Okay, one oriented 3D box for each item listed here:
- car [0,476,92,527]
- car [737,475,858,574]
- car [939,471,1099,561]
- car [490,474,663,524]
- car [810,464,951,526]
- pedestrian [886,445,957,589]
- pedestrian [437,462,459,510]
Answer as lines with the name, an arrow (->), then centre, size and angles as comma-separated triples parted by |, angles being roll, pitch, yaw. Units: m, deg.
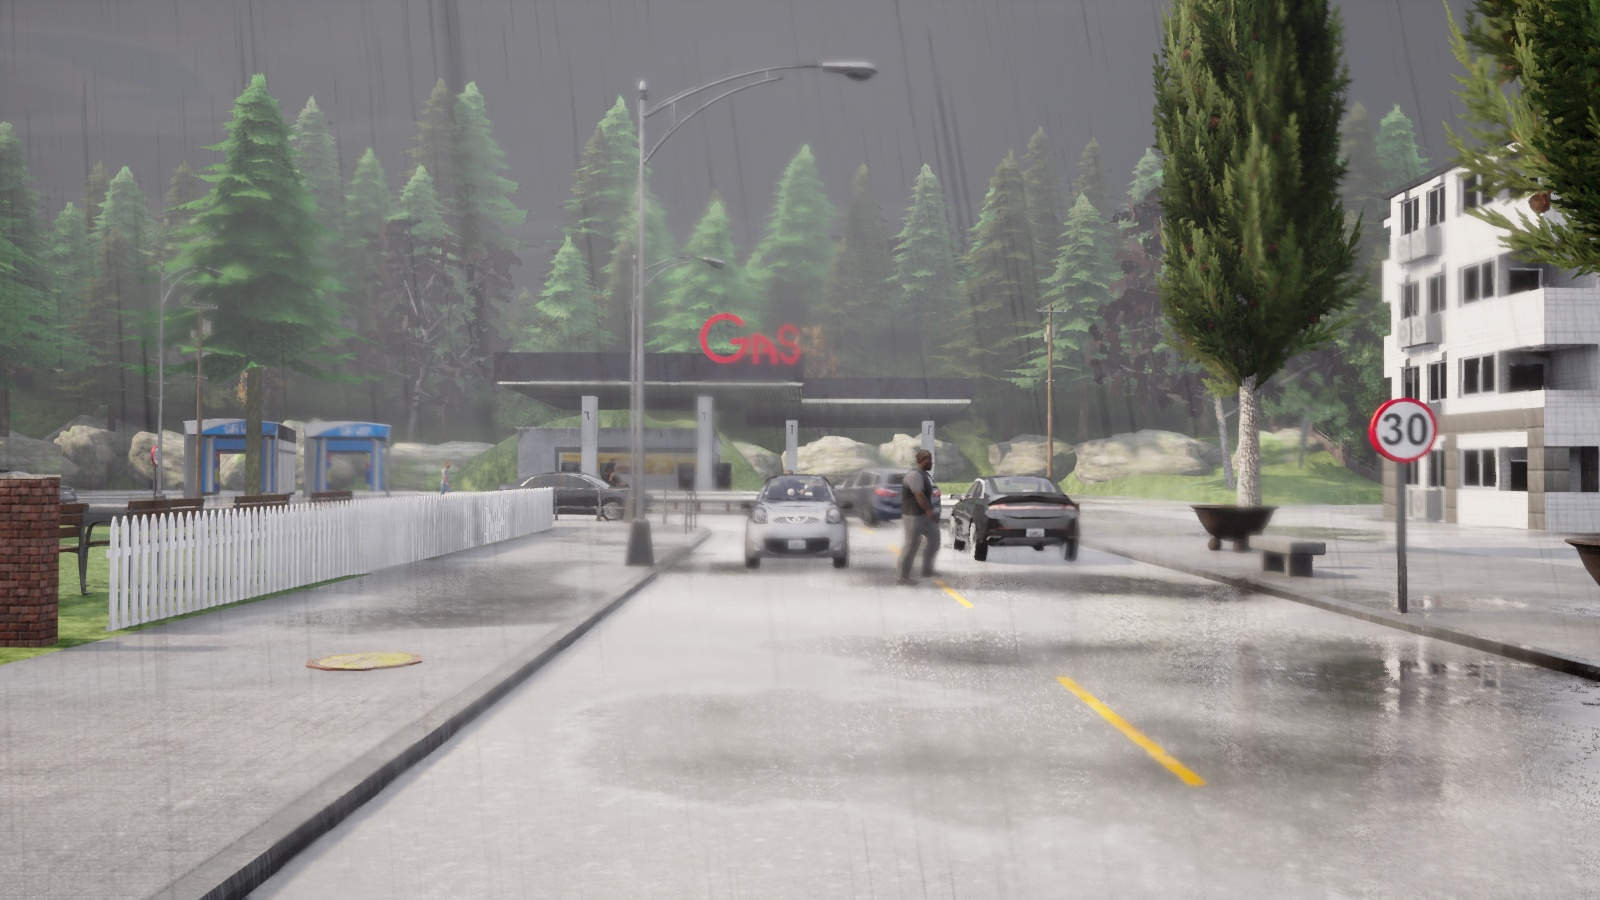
car -> -24.207, 1.575, 38.777 | 3.633, 1.501, 1.845 | 0, -1, 0
car -> -0.038, 1.181, 21.051 | 1.845, 1.501, 3.633 | 0, -1, 0
car -> 3.955, 1.150, 23.602 | 2.128, 1.511, 4.902 | 0, -1, 0
car -> -6.812, 1.492, 38.485 | 4.892, 1.490, 1.837 | 0, -1, 8
car -> 2.252, 1.265, 36.610 | 2.242, 1.667, 4.611 | 0, -1, -23
pedestrian -> 1.630, 0.880, 16.819 | 0.849, 1.883, 0.563 | 0, -1, 16
pedestrian -> -13.513, 1.386, 48.209 | 0.706, 1.836, 0.354 | 0, -1, 7
